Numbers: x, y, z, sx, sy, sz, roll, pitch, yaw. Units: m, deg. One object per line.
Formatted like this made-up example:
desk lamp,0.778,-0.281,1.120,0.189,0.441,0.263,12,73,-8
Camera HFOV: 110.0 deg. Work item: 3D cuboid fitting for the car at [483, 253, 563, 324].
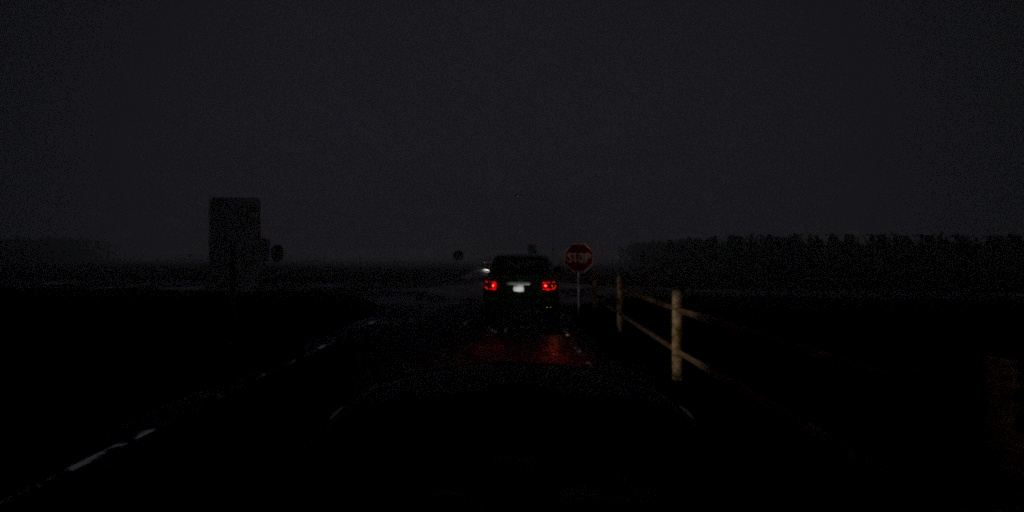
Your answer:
car,0.491,0.929,12.030,2.150,2.045,5.566,0,1,7

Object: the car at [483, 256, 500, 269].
car,-2.818,0.869,50.637,2.097,1.767,4.553,0,0,0
